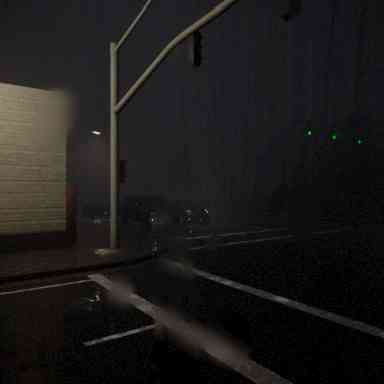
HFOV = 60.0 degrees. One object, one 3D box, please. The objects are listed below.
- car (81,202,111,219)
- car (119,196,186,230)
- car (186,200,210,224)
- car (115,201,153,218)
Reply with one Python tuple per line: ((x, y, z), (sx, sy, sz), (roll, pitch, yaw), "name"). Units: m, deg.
((-8.502, 1.619, 30.041), (1.994, 1.385, 4.181), (0, 0, -35), "car")
((-3.040, 1.276, 22.372), (2.150, 2.045, 5.566), (0, 0, -36), "car")
((-0.671, 1.407, 25.084), (2.097, 1.767, 4.553), (0, 0, -35), "car")
((-5.687, 1.619, 32.115), (1.994, 1.385, 4.181), (0, 0, -35), "car")
